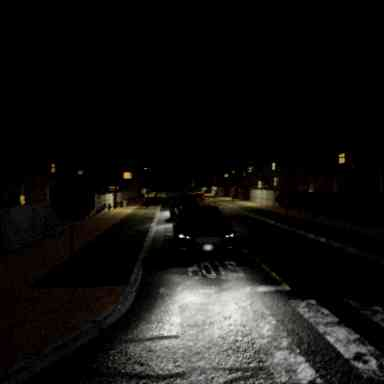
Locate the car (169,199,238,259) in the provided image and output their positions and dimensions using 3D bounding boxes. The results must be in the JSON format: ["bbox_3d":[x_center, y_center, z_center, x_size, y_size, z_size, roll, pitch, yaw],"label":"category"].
[{"bbox_3d":[0.274,1.197,11.446,2.128,1.511,4.902,-1,1,-4],"label":"car"}]

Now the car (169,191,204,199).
[{"bbox_3d":[-0.527,0.964,22.540,1.882,1.535,5.008,-1,1,-4],"label":"car"}]

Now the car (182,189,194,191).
[{"bbox_3d":[-1.268,0.773,32.897,2.128,1.511,4.902,-1,1,-4],"label":"car"}]

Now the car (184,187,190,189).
[{"bbox_3d":[-0.018,0.322,56.378,1.812,1.442,4.674,-1,1,-4],"label":"car"}]

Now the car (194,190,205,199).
[{"bbox_3d":[0.700,0.590,46.513,1.895,1.301,4.718,-1,1,-4],"label":"car"}]

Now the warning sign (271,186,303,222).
[{"bbox_3d":[5.129,0.647,18.061,1.300,1.860,1.060,-3,-1,-4],"label":"warning sign"}]
